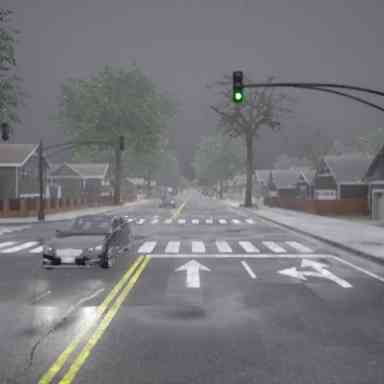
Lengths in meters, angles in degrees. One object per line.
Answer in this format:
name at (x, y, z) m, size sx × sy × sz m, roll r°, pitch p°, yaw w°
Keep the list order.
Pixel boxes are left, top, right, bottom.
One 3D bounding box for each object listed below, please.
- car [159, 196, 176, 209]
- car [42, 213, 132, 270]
car at (-3.187, 1.278, 43.937) m, size 2.097 × 1.767 × 4.553 m, roll 0°, pitch 0°, yaw 0°
car at (-3.234, 1.509, 11.117) m, size 2.128 × 1.511 × 4.902 m, roll 0°, pitch 0°, yaw 0°
